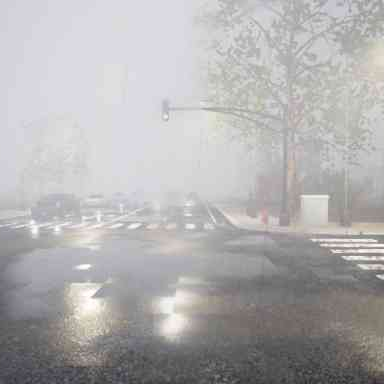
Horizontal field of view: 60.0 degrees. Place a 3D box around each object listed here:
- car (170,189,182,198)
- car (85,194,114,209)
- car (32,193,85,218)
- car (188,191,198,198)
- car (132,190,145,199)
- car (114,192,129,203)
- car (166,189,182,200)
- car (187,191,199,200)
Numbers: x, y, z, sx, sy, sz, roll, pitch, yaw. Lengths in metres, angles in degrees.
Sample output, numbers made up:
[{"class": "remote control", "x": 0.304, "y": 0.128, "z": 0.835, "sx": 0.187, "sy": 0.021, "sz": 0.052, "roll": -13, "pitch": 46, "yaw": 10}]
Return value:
[{"class": "car", "x": -3.015, "y": 0.241, "z": 65.432, "sx": 2.097, "sy": 1.767, "sz": 4.553, "roll": 0, "pitch": 1, "yaw": 1}, {"class": "car", "x": -9.884, "y": 0.900, "z": 34.601, "sx": 1.812, "sy": 1.442, "sz": 4.674, "roll": 0, "pitch": 1, "yaw": 0}, {"class": "car", "x": -9.975, "y": 0.881, "z": 24.716, "sx": 2.097, "sy": 1.767, "sz": 4.553, "roll": 0, "pitch": 1, "yaw": 1}, {"class": "car", "x": 0.235, "y": 0.460, "z": 65.437, "sx": 1.994, "sy": 1.385, "sz": 4.181, "roll": 0, "pitch": 1, "yaw": 1}, {"class": "car", "x": -9.576, "y": 0.478, "z": 59.773, "sx": 1.837, "sy": 1.490, "sz": 4.892, "roll": 0, "pitch": 1, "yaw": 1}, {"class": "car", "x": -9.785, "y": 0.740, "z": 44.667, "sx": 1.812, "sy": 1.442, "sz": 4.674, "roll": 0, "pitch": 1, "yaw": 0}, {"class": "car", "x": -3.106, "y": 0.580, "z": 55.431, "sx": 1.812, "sy": 1.442, "sz": 4.674, "roll": 0, "pitch": 1, "yaw": 1}, {"class": "car", "x": 0.143, "y": 0.626, "z": 55.369, "sx": 1.994, "sy": 1.385, "sz": 4.181, "roll": 0, "pitch": 1, "yaw": 1}]
